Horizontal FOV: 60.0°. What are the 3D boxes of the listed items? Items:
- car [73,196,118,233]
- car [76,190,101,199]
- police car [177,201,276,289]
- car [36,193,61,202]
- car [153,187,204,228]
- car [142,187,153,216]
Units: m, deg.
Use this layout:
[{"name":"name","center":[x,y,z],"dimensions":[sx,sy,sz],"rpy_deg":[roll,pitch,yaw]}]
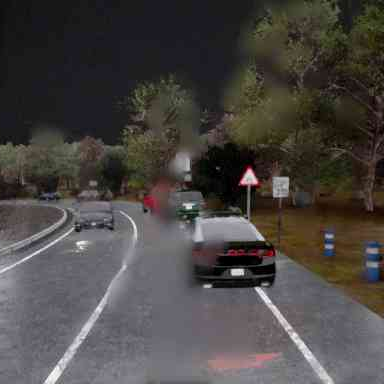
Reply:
[{"name":"car","center":[-5.089,1.199,17.842],"dimensions":[1.837,1.490,4.892],"rpy_deg":[-1,1,-12]},{"name":"car","center":[-13.998,0.494,44.940],"dimensions":[2.097,1.767,4.553],"rpy_deg":[-5,3,-39]},{"name":"police car","center":[0.716,1.291,9.053],"dimensions":[1.930,1.638,5.238],"rpy_deg":[0,2,-4]},{"name":"car","center":[-23.797,0.861,54.970],"dimensions":[4.718,1.301,1.895],"rpy_deg":[-2,4,38]},{"name":"car","center":[-0.721,0.799,19.272],"dimensions":[2.150,2.045,5.566],"rpy_deg":[-1,2,-12]},{"name":"car","center":[-2.369,0.636,25.322],"dimensions":[2.150,2.045,5.566],"rpy_deg":[-2,2,-18]}]
